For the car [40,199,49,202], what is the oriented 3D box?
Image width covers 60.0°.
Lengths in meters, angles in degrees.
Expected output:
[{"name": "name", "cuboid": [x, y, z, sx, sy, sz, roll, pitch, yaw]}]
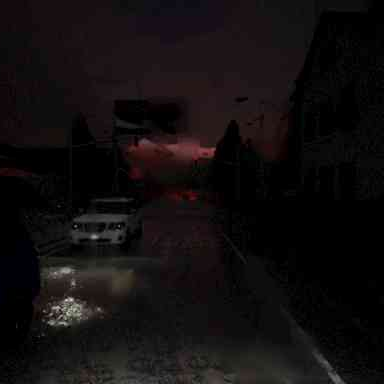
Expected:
[{"name": "car", "cuboid": [-22.203, 1.828, 51.382, 4.611, 1.667, 2.242, 0, 0, 0]}]

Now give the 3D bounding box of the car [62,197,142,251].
[{"name": "car", "cuboid": [-3.549, 1.267, 14.756, 2.150, 2.045, 5.566, 0, 0, -1]}]

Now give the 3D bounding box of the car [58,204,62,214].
[{"name": "car", "cuboid": [-10.988, 1.514, 34.349, 5.566, 2.045, 2.150, 0, -1, 2]}]

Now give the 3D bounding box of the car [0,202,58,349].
[{"name": "car", "cuboid": [-3.600, 1.234, 3.376, 2.150, 2.045, 5.566, 0, 0, 0]}]
